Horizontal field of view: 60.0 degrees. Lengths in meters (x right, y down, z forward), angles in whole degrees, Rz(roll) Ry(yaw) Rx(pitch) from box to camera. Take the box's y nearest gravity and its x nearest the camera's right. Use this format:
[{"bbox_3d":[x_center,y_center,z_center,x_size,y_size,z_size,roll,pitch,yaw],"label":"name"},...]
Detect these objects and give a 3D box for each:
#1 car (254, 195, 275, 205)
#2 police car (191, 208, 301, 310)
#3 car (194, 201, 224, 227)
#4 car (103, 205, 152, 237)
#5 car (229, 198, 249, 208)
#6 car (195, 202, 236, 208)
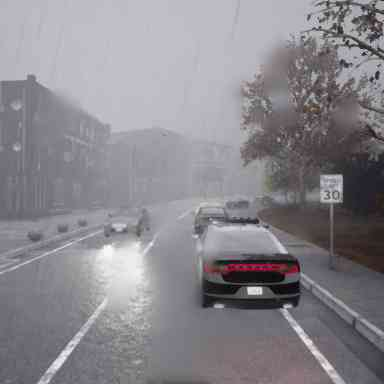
[{"bbox_3d":[12.050,1.290,55.318,1.837,1.490,4.892,-1,1,40],"label":"car"},{"bbox_3d":[1.034,1.427,8.079,1.930,1.638,5.238,0,0,0],"label":"police car"},{"bbox_3d":[1.262,1.481,23.772,1.882,1.535,5.008,0,0,4],"label":"car"},{"bbox_3d":[-3.347,1.497,17.999,2.128,1.511,4.902,0,0,2],"label":"car"},{"bbox_3d":[6.399,1.518,46.160,1.895,1.301,4.718,0,0,28],"label":"car"},{"bbox_3d":[1.043,1.509,17.925,1.837,1.490,4.892,0,0,1],"label":"car"}]
